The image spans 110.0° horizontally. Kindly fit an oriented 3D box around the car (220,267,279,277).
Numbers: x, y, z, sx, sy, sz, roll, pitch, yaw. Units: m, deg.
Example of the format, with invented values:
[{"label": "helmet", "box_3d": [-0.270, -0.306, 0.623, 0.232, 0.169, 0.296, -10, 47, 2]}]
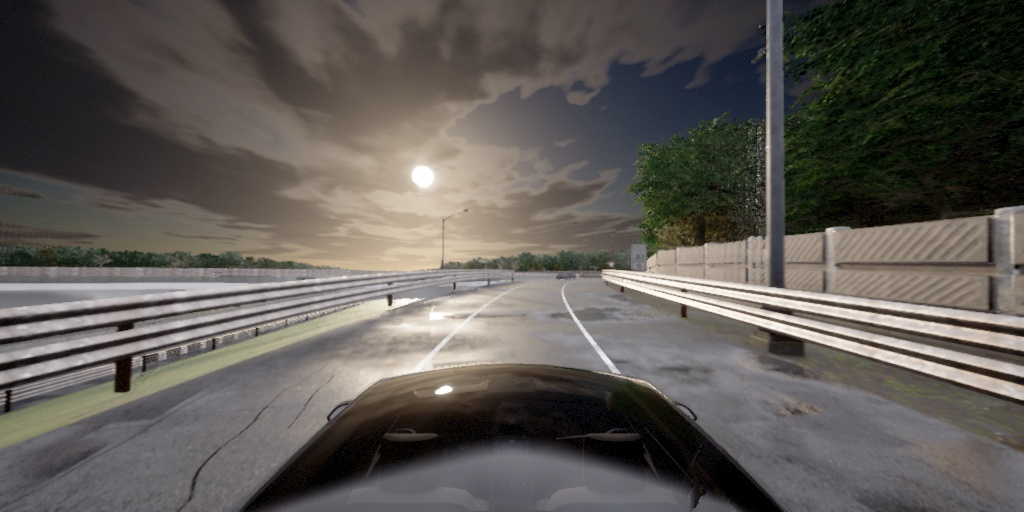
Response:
[{"label": "car", "box_3d": [-26.611, 1.843, 36.602, 4.892, 1.490, 1.837, 2, -3, -28]}]
